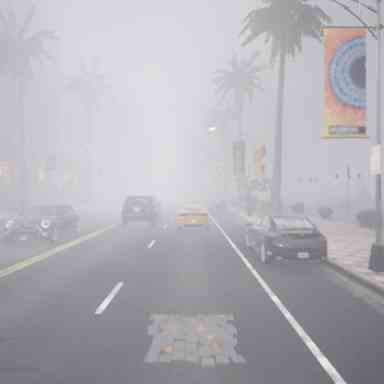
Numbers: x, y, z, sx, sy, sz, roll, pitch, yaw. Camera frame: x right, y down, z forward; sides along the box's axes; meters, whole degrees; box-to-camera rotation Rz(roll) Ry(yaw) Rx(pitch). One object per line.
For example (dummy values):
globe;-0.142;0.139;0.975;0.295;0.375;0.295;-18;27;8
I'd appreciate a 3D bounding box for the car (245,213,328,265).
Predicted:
car;3.085;1.488;11.635;2.231;1.521;4.892;0;0;0

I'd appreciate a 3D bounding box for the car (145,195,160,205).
car;-6.892;1.385;58.261;2.097;1.767;4.553;0;0;1

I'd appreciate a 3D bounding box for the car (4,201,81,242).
car;-7.103;1.361;16.263;2.097;1.767;4.553;0;0;0

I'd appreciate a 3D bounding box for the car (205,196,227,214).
car;3.089;1.377;41.010;2.185;1.767;4.553;0;0;0

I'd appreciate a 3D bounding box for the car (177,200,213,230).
car;0.094;1.490;21.173;1.882;1.535;5.008;0;0;0

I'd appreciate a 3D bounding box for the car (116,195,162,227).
car;-3.405;1.235;23.146;2.150;2.045;5.566;0;0;0

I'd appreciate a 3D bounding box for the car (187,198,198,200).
car;0.088;1.499;39.763;1.882;1.535;5.008;0;0;0

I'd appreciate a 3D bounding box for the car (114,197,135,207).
car;-10.495;1.521;52.098;2.128;1.511;4.902;0;0;1
